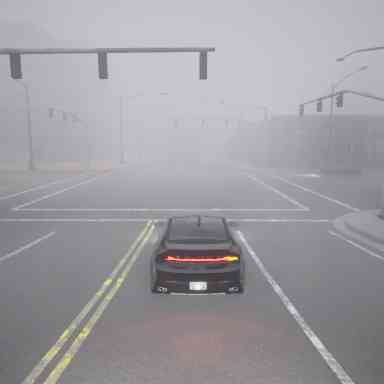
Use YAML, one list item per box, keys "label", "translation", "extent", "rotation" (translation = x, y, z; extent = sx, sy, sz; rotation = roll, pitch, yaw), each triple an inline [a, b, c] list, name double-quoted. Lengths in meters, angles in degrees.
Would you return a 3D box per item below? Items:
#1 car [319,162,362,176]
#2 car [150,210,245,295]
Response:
- label: "car"
  translation: [15.866, -2.459, 35.629]
  extent: [4.181, 1.385, 1.994]
  rotation: [0, 8, 0]
- label: "car"
  translation: [0.112, 1.197, 8.109]
  extent: [1.837, 1.490, 4.892]
  rotation: [0, 4, 0]
